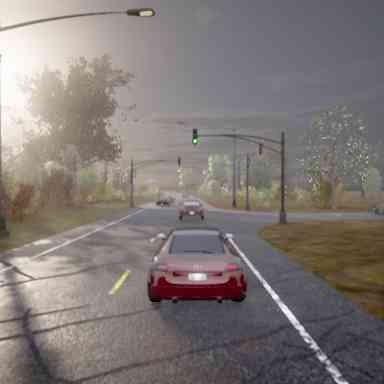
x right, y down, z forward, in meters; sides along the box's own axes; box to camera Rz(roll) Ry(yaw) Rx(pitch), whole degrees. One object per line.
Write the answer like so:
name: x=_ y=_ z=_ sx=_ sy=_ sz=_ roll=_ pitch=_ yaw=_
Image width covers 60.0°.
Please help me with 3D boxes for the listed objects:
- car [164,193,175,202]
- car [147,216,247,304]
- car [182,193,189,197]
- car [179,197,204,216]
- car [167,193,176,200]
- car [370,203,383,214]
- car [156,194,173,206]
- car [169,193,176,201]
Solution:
car: x=-4.435 y=1.051 z=66.346 sx=1.882 sy=1.535 sz=5.008 roll=0 pitch=0 yaw=-2
car: x=0.089 y=1.511 z=8.105 sx=1.994 sy=1.385 sz=4.181 roll=0 pitch=0 yaw=0
car: x=-1.765 y=0.949 z=89.982 sx=2.128 sy=1.511 sz=4.902 roll=0 pitch=0 yaw=-2
car: x=-0.037 y=1.353 z=26.756 sx=1.812 sy=1.442 sz=4.674 roll=0 pitch=0 yaw=-1
car: x=-4.769 y=0.985 z=76.794 sx=1.882 sy=1.535 sz=5.008 roll=0 pitch=0 yaw=-2
car: x=18.757 y=1.378 z=30.564 sx=4.181 sy=1.385 sz=1.994 roll=0 pitch=0 yaw=1
car: x=-4.037 y=1.298 z=46.783 sx=1.895 sy=1.301 sz=4.718 roll=0 pitch=0 yaw=-1
car: x=-4.221 y=1.203 z=55.972 sx=1.994 sy=1.385 sz=4.181 roll=0 pitch=0 yaw=-1
